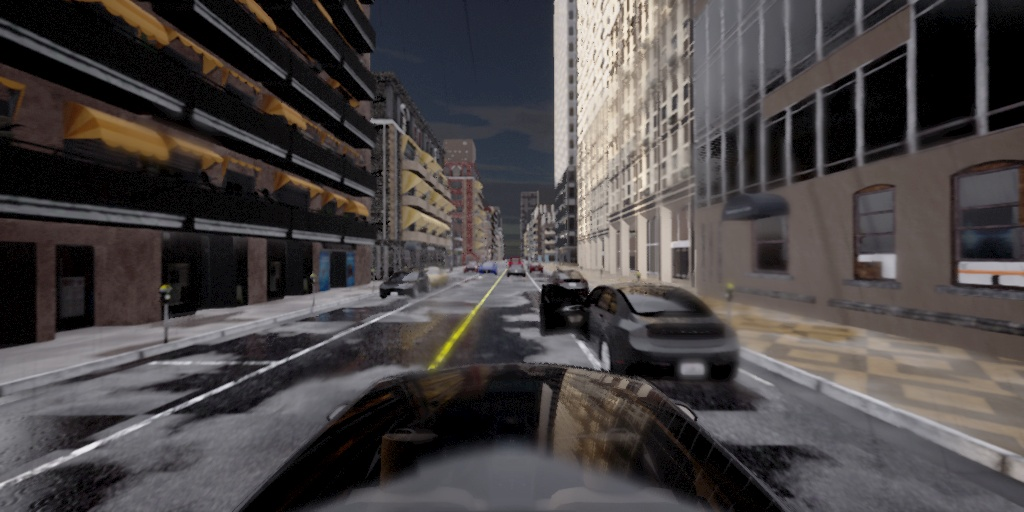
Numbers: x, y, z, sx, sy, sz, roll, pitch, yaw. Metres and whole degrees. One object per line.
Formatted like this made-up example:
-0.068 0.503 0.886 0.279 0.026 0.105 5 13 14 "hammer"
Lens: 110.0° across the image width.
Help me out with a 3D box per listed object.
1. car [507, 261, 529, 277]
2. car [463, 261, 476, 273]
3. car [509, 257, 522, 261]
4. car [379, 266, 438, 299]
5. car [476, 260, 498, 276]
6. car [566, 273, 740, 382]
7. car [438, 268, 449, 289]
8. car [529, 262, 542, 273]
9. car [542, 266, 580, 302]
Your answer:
0.443 1.492 38.250 1.994 1.385 4.181 0 0 1 "car"
-5.246 1.438 47.284 1.967 1.591 4.097 0 0 1 "car"
0.480 1.212 50.161 2.150 2.045 5.566 0 0 1 "car"
-5.512 1.420 19.043 1.948 1.339 4.313 0 0 1 "car"
-2.666 1.433 41.073 1.882 1.535 5.008 0 -1 1 "car"
2.419 1.271 7.185 1.837 1.490 4.892 0 0 1 "car"
-5.460 1.408 24.522 1.751 1.417 4.829 0 0 1 "car"
3.134 1.509 47.205 1.888 1.381 4.507 0 0 1 "car"
2.868 1.386 18.965 1.948 1.339 4.313 0 0 1 "car"
